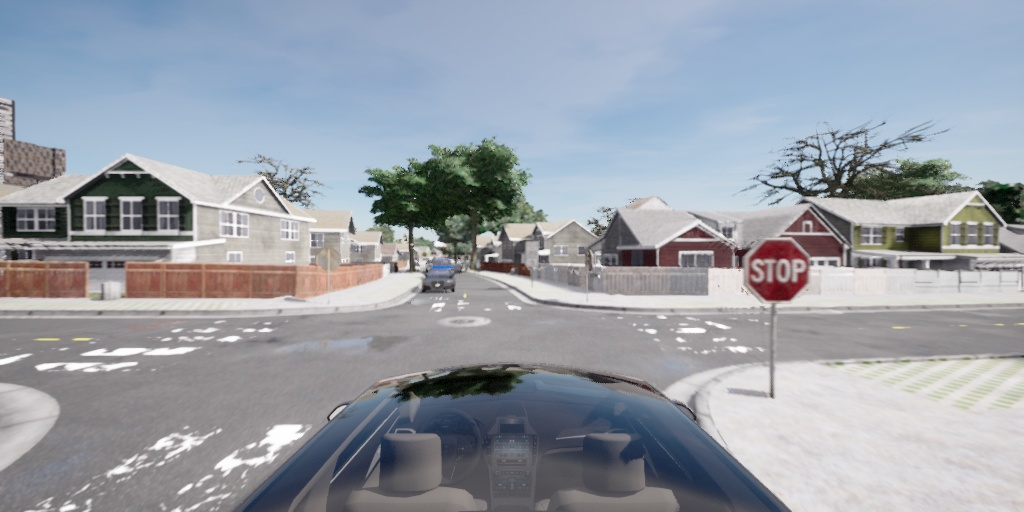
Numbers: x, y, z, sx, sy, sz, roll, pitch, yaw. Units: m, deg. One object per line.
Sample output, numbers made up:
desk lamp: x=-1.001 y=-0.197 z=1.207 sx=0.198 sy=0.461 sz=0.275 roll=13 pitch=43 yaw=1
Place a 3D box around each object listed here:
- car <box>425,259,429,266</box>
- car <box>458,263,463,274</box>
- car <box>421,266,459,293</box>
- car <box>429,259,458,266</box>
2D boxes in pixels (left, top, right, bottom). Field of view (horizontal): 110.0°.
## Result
car: x=-12.279 y=1.527 z=55.831 sx=2.150 sy=2.045 sz=5.566 roll=0 pitch=-1 yaw=-15
car: x=-8.320 y=1.751 z=51.991 sx=2.128 sy=1.511 sz=4.902 roll=0 pitch=-1 yaw=-16
car: x=-4.622 y=1.542 z=23.070 sx=1.994 sy=1.385 sz=4.181 roll=0 pitch=-1 yaw=-7
car: x=-6.984 y=1.327 z=35.995 sx=2.150 sy=2.045 sz=5.566 roll=0 pitch=0 yaw=-13
